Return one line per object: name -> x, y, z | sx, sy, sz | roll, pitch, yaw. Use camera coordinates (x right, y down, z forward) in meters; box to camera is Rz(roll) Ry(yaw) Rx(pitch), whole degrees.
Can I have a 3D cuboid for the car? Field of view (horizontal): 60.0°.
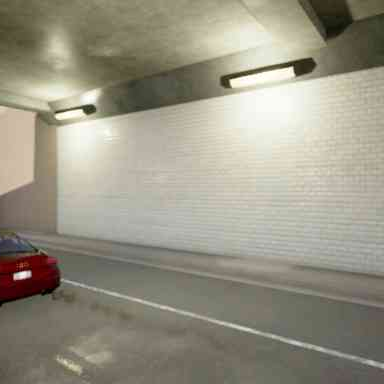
car -> -4.830, 1.534, 7.436 | 4.181, 1.385, 1.994 | 0, 0, 35
